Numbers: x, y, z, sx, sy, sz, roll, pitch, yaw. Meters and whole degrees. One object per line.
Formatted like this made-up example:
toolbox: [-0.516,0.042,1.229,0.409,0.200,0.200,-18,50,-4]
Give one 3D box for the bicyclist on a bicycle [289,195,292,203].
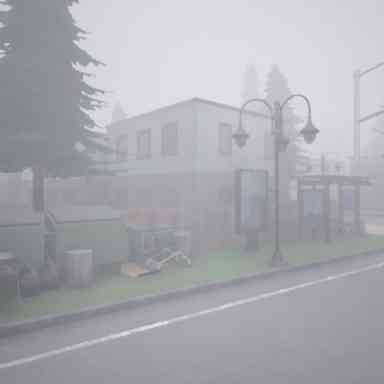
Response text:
bicyclist on a bicycle: [10.685,1.181,36.344,0.582,1.620,1.656,0,0,44]
